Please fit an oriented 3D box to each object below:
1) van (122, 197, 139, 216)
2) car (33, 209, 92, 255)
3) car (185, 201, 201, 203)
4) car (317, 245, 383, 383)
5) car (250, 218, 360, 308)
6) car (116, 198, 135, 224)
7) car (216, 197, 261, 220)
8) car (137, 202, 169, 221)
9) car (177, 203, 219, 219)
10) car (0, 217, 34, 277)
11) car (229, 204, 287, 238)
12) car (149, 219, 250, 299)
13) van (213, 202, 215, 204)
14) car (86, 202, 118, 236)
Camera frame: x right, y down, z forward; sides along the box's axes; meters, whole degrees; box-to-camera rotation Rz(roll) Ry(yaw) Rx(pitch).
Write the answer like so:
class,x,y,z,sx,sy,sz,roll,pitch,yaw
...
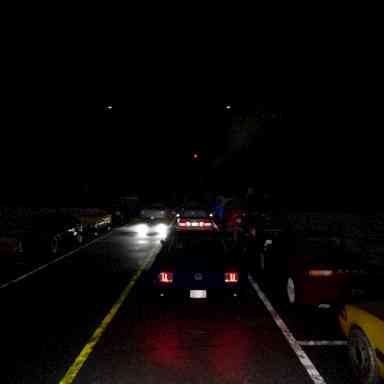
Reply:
class,x,y,z,sx,sy,sz,roll,pitch,yaw
van,-5.693,1.346,29.562,1.690,1.788,3.998,0,0,0
car,-5.733,1.567,13.249,1.947,1.339,4.313,0,0,0
car,0.065,1.482,27.799,1.882,1.535,5.008,0,0,0
car,2.766,1.525,2.522,1.752,1.417,4.829,0,0,0
car,2.779,1.545,7.790,1.887,1.381,4.507,0,0,0
car,-5.706,1.443,24.124,1.967,1.590,4.097,0,0,0
car,2.806,1.317,18.665,2.192,1.841,5.009,0,0,0
car,-2.935,1.605,26.860,1.895,1.301,4.718,0,0,0
car,0.141,1.549,17.972,2.033,1.411,5.357,0,0,0
car,-5.747,1.526,7.641,1.752,1.417,4.829,0,0,0
car,2.792,1.441,13.227,1.967,1.590,4.097,0,0,0
car,0.121,1.601,8.381,1.895,1.301,4.718,0,0,0
van,2.833,1.346,29.540,1.690,1.788,3.998,0,0,0
car,-5.720,1.527,18.516,1.752,1.417,4.829,0,0,0
